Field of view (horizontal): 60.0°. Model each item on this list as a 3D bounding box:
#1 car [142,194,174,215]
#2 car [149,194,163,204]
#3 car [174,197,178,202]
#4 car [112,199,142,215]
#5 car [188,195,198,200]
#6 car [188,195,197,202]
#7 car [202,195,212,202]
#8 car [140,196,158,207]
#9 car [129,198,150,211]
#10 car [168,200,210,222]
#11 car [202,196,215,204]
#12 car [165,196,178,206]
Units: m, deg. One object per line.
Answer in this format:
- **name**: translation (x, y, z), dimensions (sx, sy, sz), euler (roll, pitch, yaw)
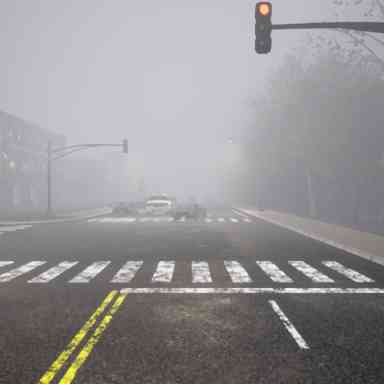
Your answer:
- **car**: translation (-3.309, 1.209, 33.724), dimensions (2.150, 2.045, 5.566), euler (0, 0, 0)
- **car**: translation (-6.502, 1.326, 61.166), dimensions (2.097, 1.767, 4.553), euler (0, 0, 0)
- **car**: translation (-3.298, 1.583, 43.780), dimensions (1.895, 1.301, 4.718), euler (0, 0, 1)
- **car**: translation (-6.562, 1.589, 33.131), dimensions (1.895, 1.301, 4.718), euler (0, 0, 0)
- **car**: translation (0.163, 1.463, 64.697), dimensions (2.128, 1.511, 4.902), euler (0, 0, 0)
- **car**: translation (0.076, 1.443, 75.006), dimensions (1.882, 1.535, 5.008), euler (0, 0, 0)
- **car**: translation (3.324, 1.505, 74.730), dimensions (2.033, 1.411, 5.357), euler (0, 0, 0)
- **car**: translation (-6.537, 1.470, 51.112), dimensions (2.128, 1.511, 4.902), euler (0, 0, 0)
- **car**: translation (-6.544, 1.547, 42.059), dimensions (1.994, 1.385, 4.181), euler (0, 0, 1)
- **car**: translation (-0.140, 1.592, 26.662), dimensions (1.895, 1.301, 4.718), euler (0, 0, 13)
- **car**: translation (3.414, 1.572, 64.712), dimensions (1.895, 1.301, 4.718), euler (0, 0, 0)
- **car**: translation (-3.285, 1.482, 53.929), dimensions (1.837, 1.490, 4.892), euler (0, 0, 0)
